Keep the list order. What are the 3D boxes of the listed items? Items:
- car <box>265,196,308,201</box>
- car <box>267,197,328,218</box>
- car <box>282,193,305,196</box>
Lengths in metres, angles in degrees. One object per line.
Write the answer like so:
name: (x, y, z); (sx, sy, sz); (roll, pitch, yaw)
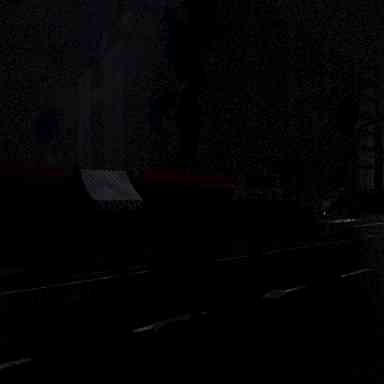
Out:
car: (9.046, 1.449, 34.426); (1.837, 1.490, 4.892); (0, 0, -36)
car: (9.101, 1.449, 28.367); (1.837, 1.490, 4.892); (0, 0, -36)
car: (17.114, 1.114, 57.705); (1.905, 1.878, 3.866); (0, 0, -36)
